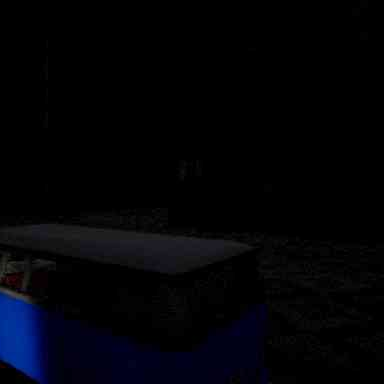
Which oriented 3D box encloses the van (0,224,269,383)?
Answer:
[{"bbox_3d":[-1.132,1.341,3.893,3.998,1.788,1.690,0,0,36],"label":"van"}]
